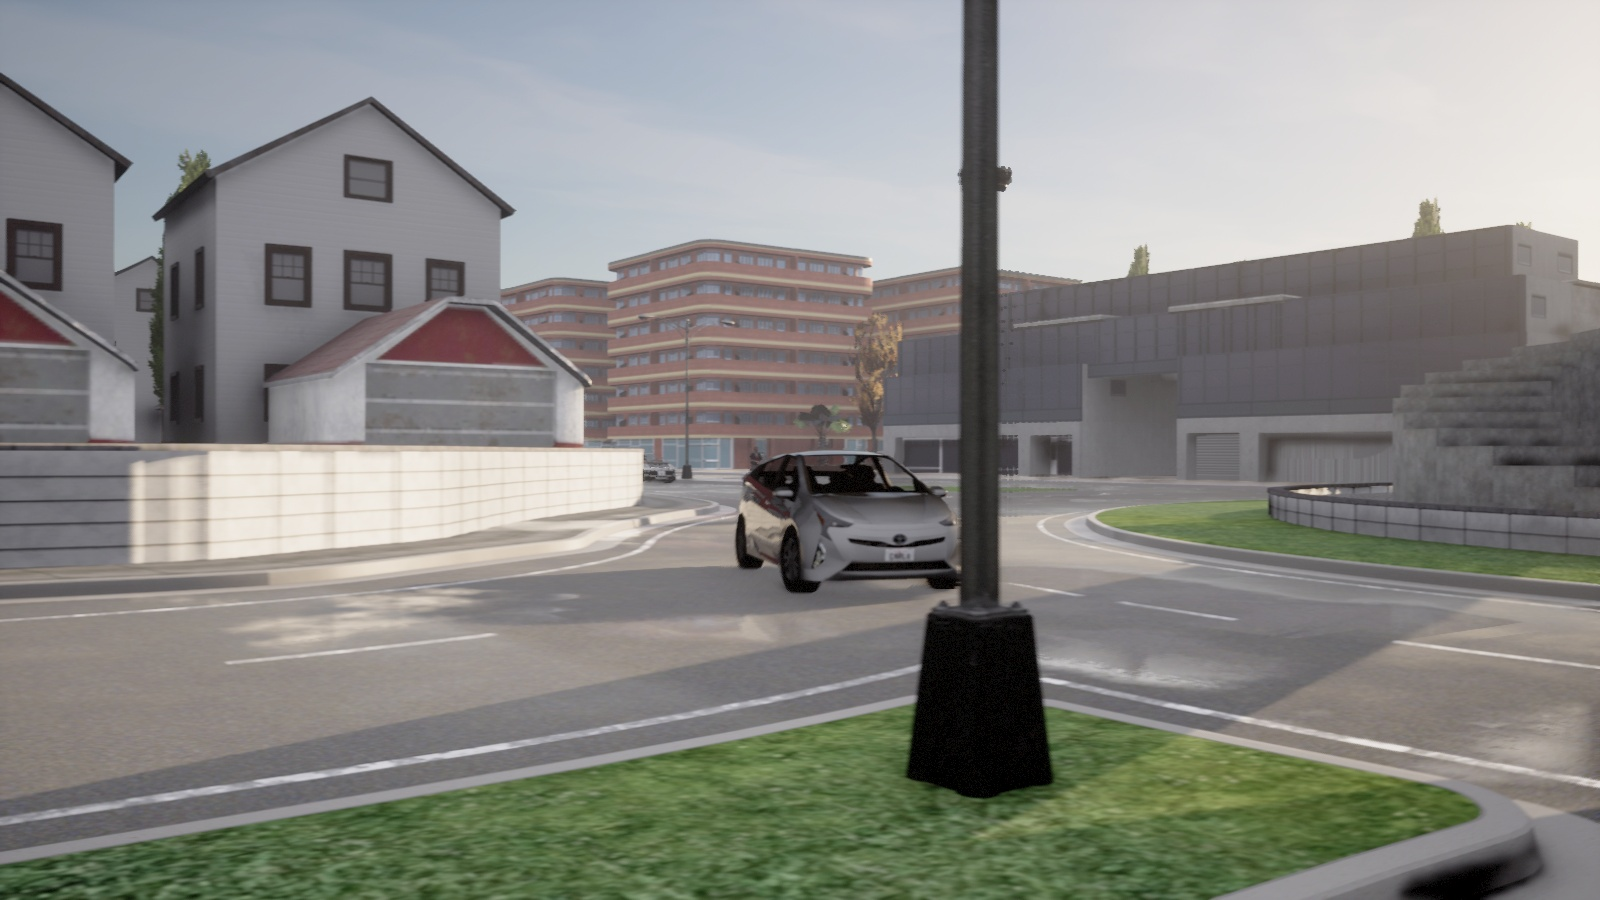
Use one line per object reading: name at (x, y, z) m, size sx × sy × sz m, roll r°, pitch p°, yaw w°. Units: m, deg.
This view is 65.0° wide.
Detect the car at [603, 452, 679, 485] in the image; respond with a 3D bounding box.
car at (-7.573, 0.849, 59.579) m, size 1.970 × 1.475 × 3.806 m, roll 0°, pitch 0°, yaw -37°

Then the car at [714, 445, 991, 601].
car at (0.406, 0.721, 14.767) m, size 2.007 × 1.525 × 4.514 m, roll 0°, pitch 0°, yaw -15°
